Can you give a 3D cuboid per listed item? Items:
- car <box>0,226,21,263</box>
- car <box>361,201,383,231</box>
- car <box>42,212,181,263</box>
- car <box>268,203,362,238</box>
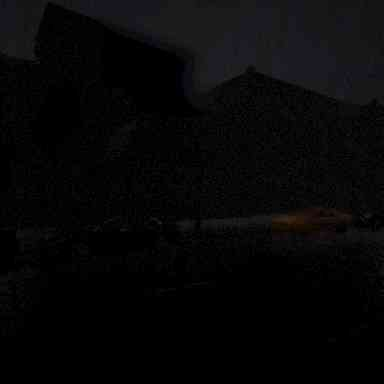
[{"bbox_3d":[-7.398,1.470,9.012,4.892,1.521,2.231,0,0,-32],"label":"car"},{"bbox_3d":[11.305,1.369,20.836,4.553,1.767,2.185,0,0,-32],"label":"car"},{"bbox_3d":[-2.726,1.476,11.964,4.892,1.521,2.231,0,0,-32],"label":"car"},{"bbox_3d":[6.450,1.485,17.768,5.366,1.575,1.946,0,0,-32],"label":"car"}]
